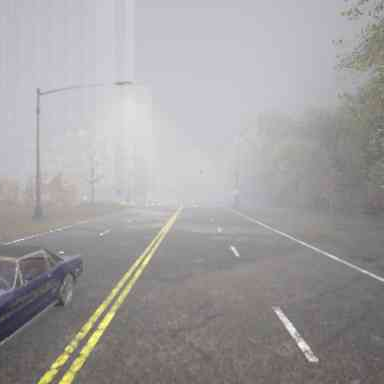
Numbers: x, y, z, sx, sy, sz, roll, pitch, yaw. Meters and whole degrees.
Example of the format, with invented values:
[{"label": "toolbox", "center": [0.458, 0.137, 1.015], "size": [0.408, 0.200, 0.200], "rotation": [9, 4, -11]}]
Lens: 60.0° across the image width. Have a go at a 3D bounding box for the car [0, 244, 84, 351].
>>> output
[{"label": "car", "center": [-3.347, 1.606, 5.211], "size": [1.895, 1.301, 4.718], "rotation": [0, 0, 0]}]
